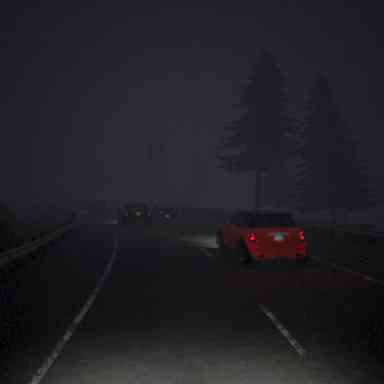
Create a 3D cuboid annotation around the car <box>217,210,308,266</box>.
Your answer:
[{"bbox_3d":[2.328,1.430,12.159,2.097,1.767,4.553,0,0,-8],"label":"car"}]

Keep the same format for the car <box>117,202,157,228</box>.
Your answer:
[{"bbox_3d":[-4.248,1.536,24.311,2.097,1.767,4.553,0,0,-18],"label":"car"}]

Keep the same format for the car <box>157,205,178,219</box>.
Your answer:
[{"bbox_3d":[-2.977,1.828,31.171,1.895,1.301,4.718,0,0,-22],"label":"car"}]

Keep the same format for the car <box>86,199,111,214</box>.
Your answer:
[{"bbox_3d":[-11.395,1.670,40.169,2.097,1.767,4.553,0,-1,-29],"label":"car"}]
